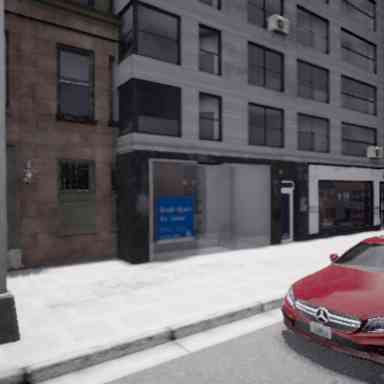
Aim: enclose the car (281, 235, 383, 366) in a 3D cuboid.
[{"bbox_3d":[3.537,1.504,5.609,4.674,1.442,1.812,0,0,-36],"label":"car"}]
